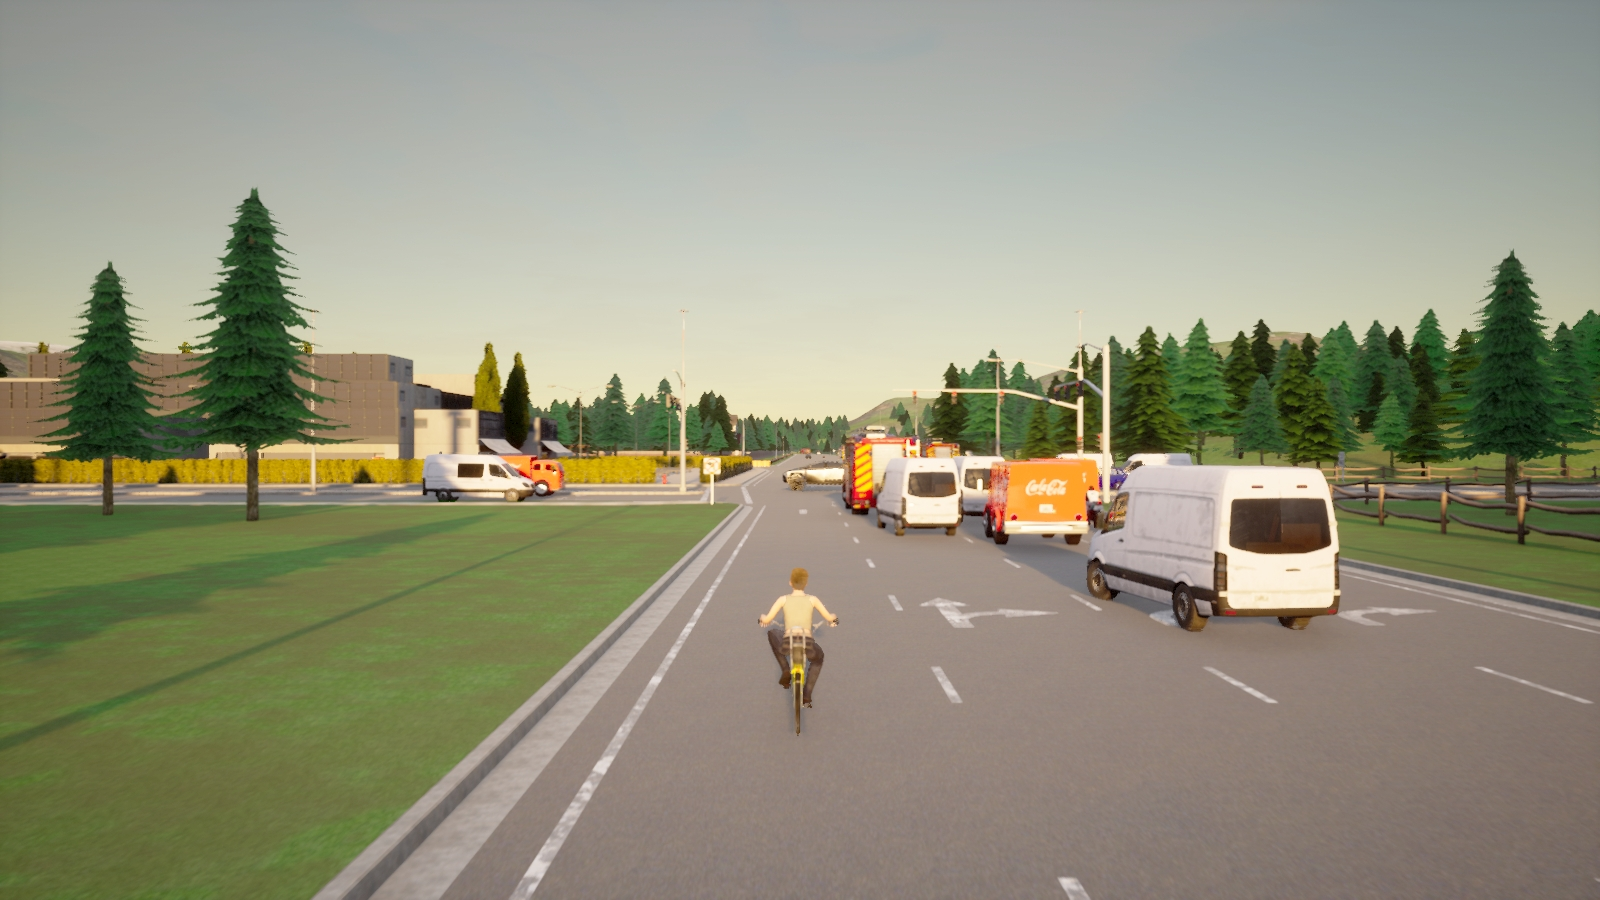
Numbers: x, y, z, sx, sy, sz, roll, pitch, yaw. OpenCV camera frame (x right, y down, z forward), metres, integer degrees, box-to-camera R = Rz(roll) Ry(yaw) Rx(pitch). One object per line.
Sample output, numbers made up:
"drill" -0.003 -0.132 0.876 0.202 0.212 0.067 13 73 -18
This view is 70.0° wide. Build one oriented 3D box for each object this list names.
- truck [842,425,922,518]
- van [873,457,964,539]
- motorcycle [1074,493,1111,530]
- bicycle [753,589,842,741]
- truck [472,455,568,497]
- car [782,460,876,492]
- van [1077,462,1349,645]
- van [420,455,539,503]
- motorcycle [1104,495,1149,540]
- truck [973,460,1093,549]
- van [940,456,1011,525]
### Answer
"truck" 3.552 0.891 51.478 2.891 3.827 8.468 0 0 -1
"van" 3.925 1.534 39.001 1.988 2.561 5.915 0 0 -5
"motorcycle" 10.494 2.186 41.033 0.803 1.199 2.033 0 0 0
"bicycle" -0.018 2.158 11.727 0.859 1.276 1.487 0 0 0
"truck" -16.847 1.566 68.976 5.204 2.467 2.627 0 0 -1
"car" 1.937 1.753 77.219 6.274 2.098 2.390 0 0 -1
"van" 6.754 1.535 19.623 1.988 2.561 5.915 0 0 -6
"van" -17.318 1.534 61.968 5.915 2.561 1.988 0 0 -1
"motorcycle" 10.497 2.155 36.839 0.764 1.307 2.356 0 0 0
"truck" 6.995 1.565 34.964 2.627 2.467 5.204 0 0 0
"van" 6.998 1.534 46.123 1.988 2.561 5.915 0 0 0
